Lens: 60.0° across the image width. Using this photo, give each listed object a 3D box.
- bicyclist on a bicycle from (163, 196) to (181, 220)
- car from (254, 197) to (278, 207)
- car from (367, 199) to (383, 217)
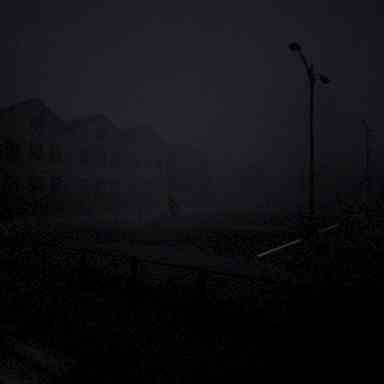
[{"bbox_3d":[-1.399,1.109,23.069,1.656,1.620,0.582,0,0,35],"label":"bicyclist on a bicycle"},{"bbox_3d":[10.445,1.356,46.692,2.033,1.411,5.357,0,0,33],"label":"car"},{"bbox_3d":[15.424,1.298,26.815,2.007,1.523,4.514,0,0,35],"label":"car"}]
